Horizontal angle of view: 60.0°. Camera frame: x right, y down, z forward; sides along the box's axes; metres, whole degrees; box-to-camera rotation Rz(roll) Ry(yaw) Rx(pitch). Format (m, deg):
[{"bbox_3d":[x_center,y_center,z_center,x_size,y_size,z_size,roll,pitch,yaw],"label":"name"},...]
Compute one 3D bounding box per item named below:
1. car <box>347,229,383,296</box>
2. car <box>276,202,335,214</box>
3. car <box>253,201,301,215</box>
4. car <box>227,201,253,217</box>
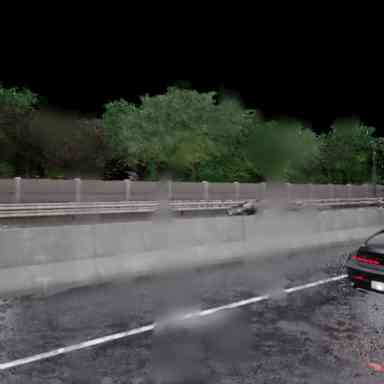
[{"bbox_3d":[5.488,1.505,7.603,4.892,1.490,1.837,0,0,-35],"label":"car"},{"bbox_3d":[8.203,1.595,22.517,4.718,1.301,1.895,0,0,-34],"label":"car"},{"bbox_3d":[7.534,1.483,26.295,4.902,1.511,2.128,0,0,-34],"label":"car"},{"bbox_3d":[5.139,1.515,28.898,4.674,1.442,1.812,0,0,-34],"label":"car"}]
